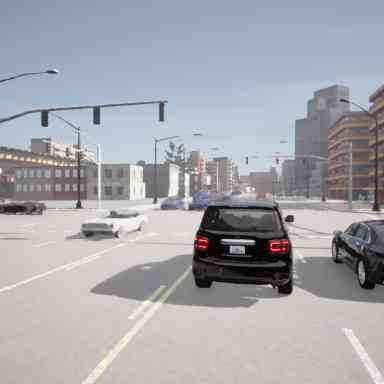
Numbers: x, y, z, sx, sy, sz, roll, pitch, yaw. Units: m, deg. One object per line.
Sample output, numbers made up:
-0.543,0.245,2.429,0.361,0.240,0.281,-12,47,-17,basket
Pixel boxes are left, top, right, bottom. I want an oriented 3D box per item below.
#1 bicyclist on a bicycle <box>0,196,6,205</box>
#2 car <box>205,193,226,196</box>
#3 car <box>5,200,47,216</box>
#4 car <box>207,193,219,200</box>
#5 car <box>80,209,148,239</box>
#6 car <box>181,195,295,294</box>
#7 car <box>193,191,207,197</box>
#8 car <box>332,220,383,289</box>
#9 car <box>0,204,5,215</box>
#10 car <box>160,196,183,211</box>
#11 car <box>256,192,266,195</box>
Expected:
-23.709,1.303,41.577,0.582,1.620,1.656,0,0,10,bicyclist on a bicycle
3.654,1.303,51.867,1.837,1.490,4.892,0,1,12,car
-16.817,1.491,32.794,4.902,1.511,2.128,0,0,11,car
4.719,0.919,74.121,1.837,1.490,4.892,0,1,12,car
-3.975,1.596,17.681,1.895,1.301,4.718,0,0,12,car
1.566,1.221,9.093,2.150,2.045,5.566,0,0,15,car
1.541,0.911,58.975,2.150,2.045,5.566,0,2,11,car
5.127,1.505,8.962,1.837,1.490,4.892,0,0,11,car
-19.644,1.352,29.669,4.553,1.767,2.097,0,0,10,car
-2.312,1.292,40.252,2.097,1.767,4.553,0,0,12,car
16.102,0.680,77.385,2.097,1.767,4.553,0,1,12,car
